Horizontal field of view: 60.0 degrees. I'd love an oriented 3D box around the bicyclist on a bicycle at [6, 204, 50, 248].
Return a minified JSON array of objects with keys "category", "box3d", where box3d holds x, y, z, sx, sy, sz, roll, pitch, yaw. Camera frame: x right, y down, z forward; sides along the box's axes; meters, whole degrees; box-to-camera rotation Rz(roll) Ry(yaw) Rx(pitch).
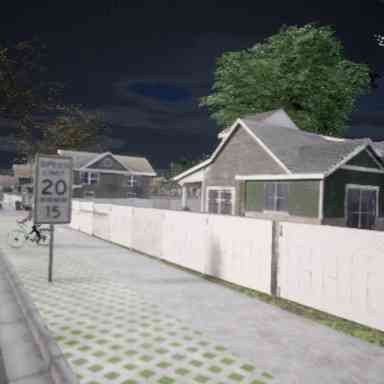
[{"category":"bicyclist on a bicycle","box3d":[-6.097,1.300,12.603,1.656,1.620,0.582,3,-1,-34]}]
